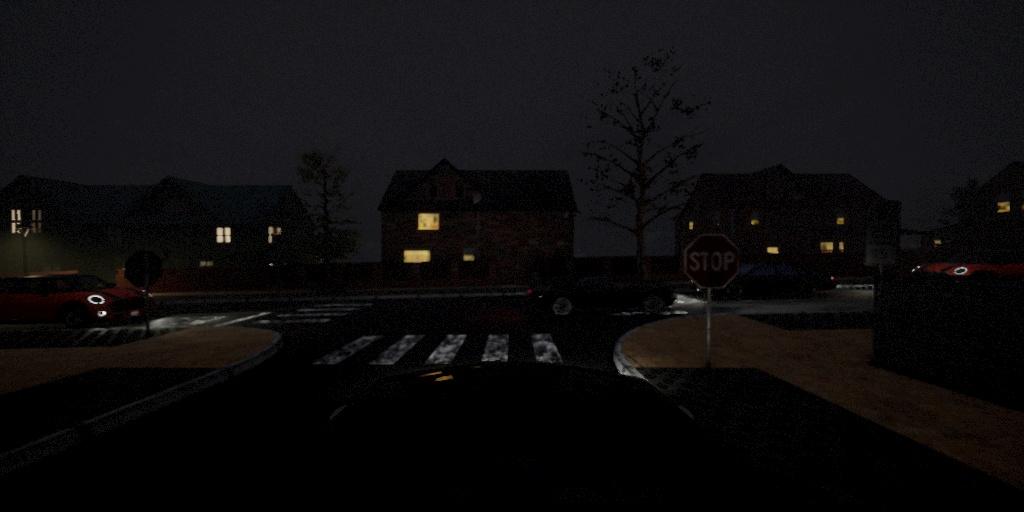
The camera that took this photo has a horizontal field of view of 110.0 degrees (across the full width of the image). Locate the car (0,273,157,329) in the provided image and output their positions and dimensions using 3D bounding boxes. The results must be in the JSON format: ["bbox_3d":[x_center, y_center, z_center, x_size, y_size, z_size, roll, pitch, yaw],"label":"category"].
[{"bbox_3d":[-15.040,1.412,12.154,4.553,1.767,2.097,-1,1,0],"label":"car"}]

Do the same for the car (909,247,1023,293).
[{"bbox_3d":[19.812,0.540,15.126,4.553,1.767,2.097,-1,1,0],"label":"car"}]

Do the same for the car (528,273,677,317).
[{"bbox_3d":[2.935,1.240,12.176,4.718,1.301,1.895,-1,1,0],"label":"car"}]

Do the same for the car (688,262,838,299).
[{"bbox_3d":[10.443,0.957,15.095,5.357,1.411,2.033,-1,1,-1],"label":"car"}]
